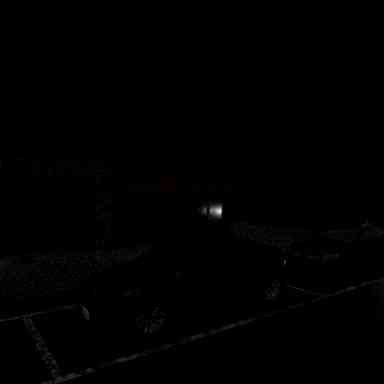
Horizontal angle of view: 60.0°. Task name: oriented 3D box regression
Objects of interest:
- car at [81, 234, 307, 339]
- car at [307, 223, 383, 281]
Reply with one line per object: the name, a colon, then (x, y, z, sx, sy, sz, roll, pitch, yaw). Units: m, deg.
car: (0.072, 1.566, 6.588, 4.313, 1.339, 1.947, 0, 0, -35)
car: (4.552, 1.582, 9.781, 4.206, 1.307, 1.802, 0, 0, -35)
